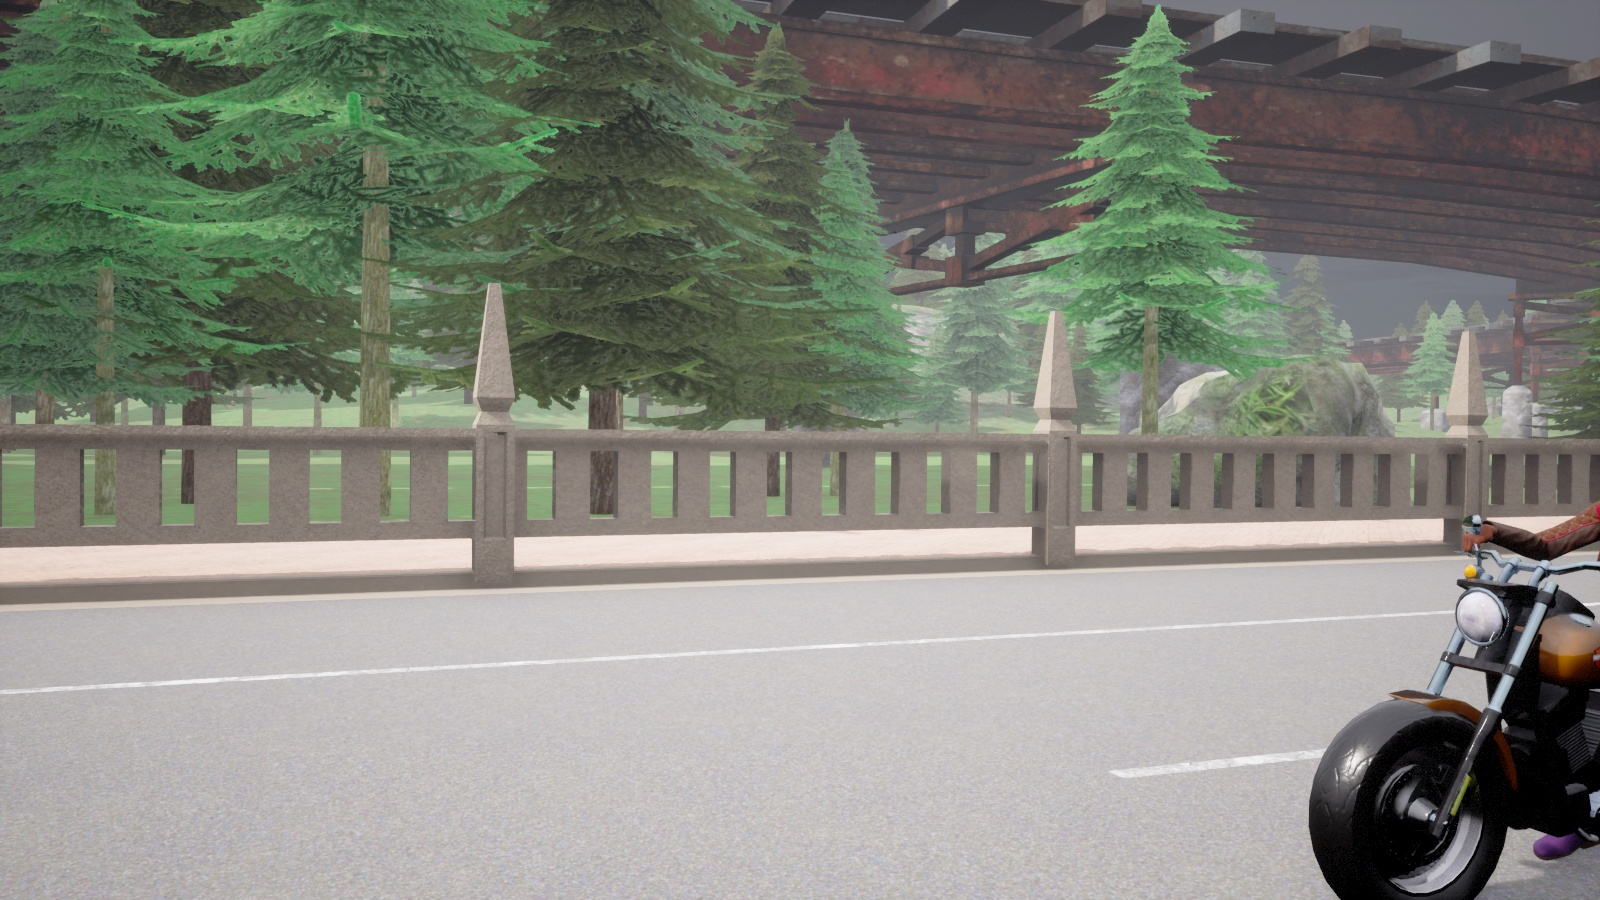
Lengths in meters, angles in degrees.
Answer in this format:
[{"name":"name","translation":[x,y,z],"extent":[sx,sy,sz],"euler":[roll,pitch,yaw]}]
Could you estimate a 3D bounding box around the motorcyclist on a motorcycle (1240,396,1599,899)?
[{"name":"motorcyclist on a motorcycle","translation":[2.716,0.650,4.271],"extent":[2.350,1.649,0.766],"euler":[-1,1,-21]}]
